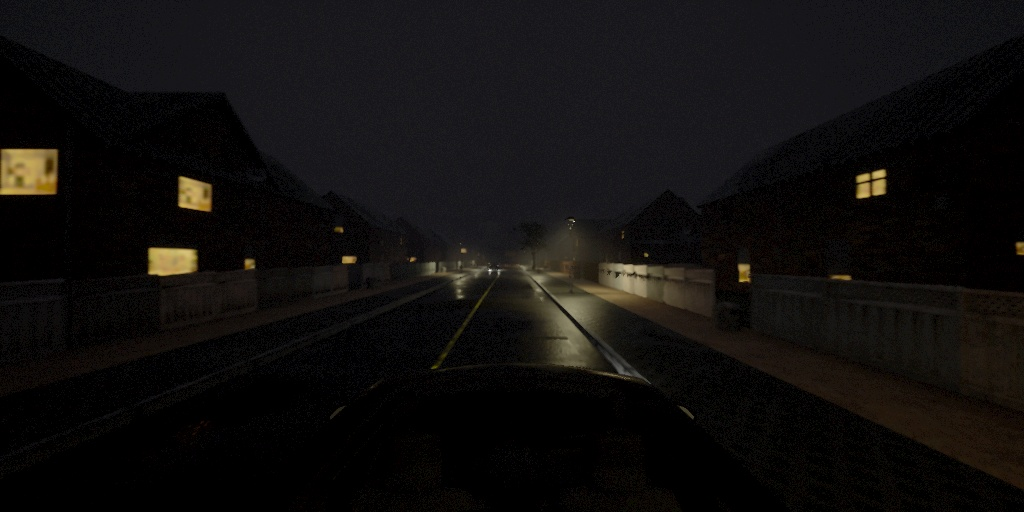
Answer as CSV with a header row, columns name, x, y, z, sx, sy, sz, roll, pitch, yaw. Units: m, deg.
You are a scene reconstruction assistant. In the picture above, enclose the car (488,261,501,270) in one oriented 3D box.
name,x,y,z,sx,sy,sz,roll,pitch,yaw
car,-2.951,1.572,61.831,1.837,1.490,4.892,0,-1,0
